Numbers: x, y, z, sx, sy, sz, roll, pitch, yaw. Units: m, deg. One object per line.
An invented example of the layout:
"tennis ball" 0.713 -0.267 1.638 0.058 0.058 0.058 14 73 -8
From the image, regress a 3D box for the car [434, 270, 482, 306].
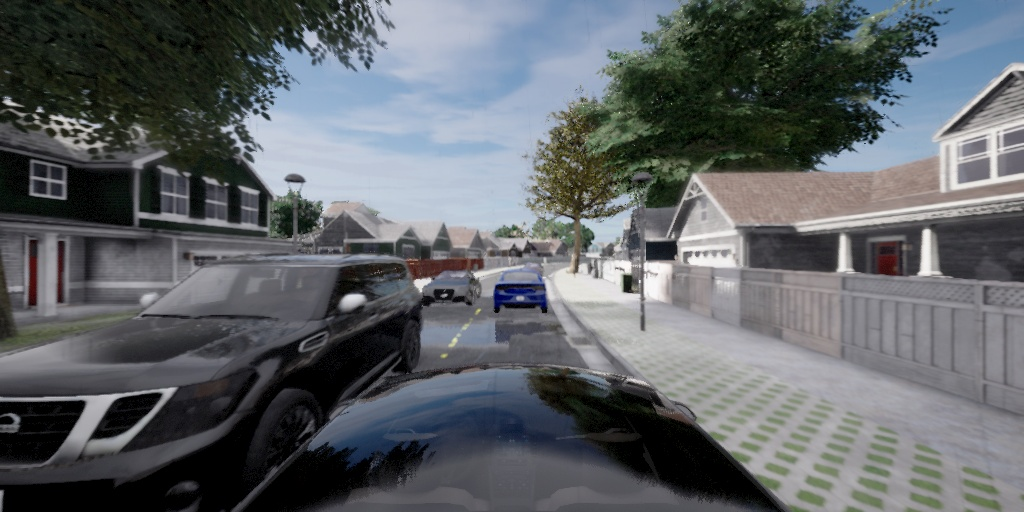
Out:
"car" -2.485 1.316 15.639 1.994 1.385 4.181 0 0 3

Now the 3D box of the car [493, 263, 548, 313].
"car" 0.368 1.229 14.142 1.882 1.535 5.008 0 0 2

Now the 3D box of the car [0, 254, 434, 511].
"car" -2.784 0.976 4.658 2.150 2.045 5.566 0 0 1
